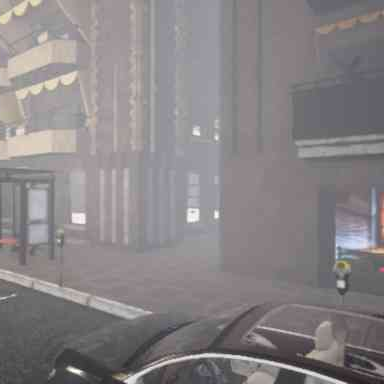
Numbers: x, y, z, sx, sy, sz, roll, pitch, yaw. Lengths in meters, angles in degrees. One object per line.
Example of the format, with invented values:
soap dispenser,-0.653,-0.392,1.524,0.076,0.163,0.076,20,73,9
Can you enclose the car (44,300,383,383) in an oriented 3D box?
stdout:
car,0.676,1.546,2.395,4.403,1.369,2.008,0,0,35
